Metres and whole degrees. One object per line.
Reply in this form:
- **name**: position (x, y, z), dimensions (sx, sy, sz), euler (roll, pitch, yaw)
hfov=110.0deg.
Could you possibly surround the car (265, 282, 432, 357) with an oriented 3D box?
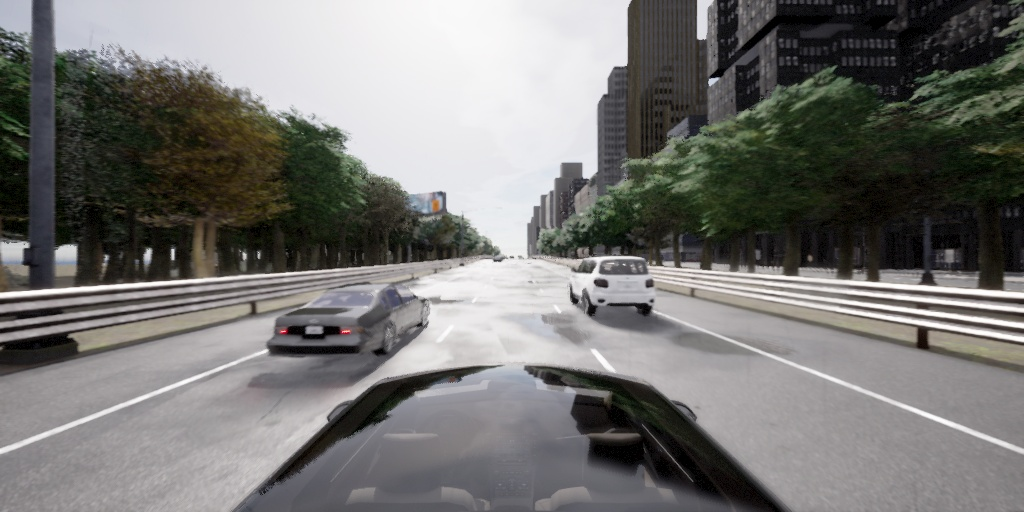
- **car**: position (-3.399, 1.335, 8.684), dimensions (2.033, 1.411, 5.357), euler (0, 0, 0)

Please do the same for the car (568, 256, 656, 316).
- **car**: position (3.605, 1.025, 13.867), dimensions (2.150, 2.045, 5.566), euler (0, 0, 0)
